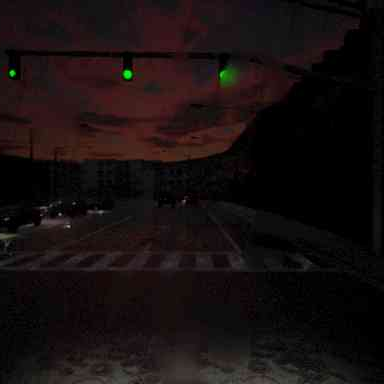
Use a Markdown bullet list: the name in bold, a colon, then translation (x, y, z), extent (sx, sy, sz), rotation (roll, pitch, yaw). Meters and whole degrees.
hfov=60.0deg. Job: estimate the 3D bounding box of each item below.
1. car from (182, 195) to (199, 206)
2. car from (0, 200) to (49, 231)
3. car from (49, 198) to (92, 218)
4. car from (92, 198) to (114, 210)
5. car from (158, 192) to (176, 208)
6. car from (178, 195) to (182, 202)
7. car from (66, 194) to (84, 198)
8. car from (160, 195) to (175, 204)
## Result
- **car**: translation (-0.034, 1.253, 50.893), extent (2.128, 1.511, 4.902), rotation (0, 0, -3)
- **car**: translation (-10.582, 1.432, 19.808), extent (1.812, 1.442, 4.674), rotation (0, 0, 0)
- **car**: translation (-10.575, 1.465, 28.914), extent (1.895, 1.301, 4.718), rotation (0, 0, 0)
- **car**: translation (-10.559, 1.363, 39.256), extent (2.033, 1.411, 5.357), rotation (0, 0, 0)
- **car**: translation (-3.412, 1.010, 45.261), extent (2.150, 2.045, 5.566), rotation (0, 0, 0)
- **car**: translation (-1.290, 1.205, 60.973), extent (2.128, 1.511, 4.902), rotation (0, 0, -17)
- **car**: translation (-14.058, 1.167, 39.386), extent (2.097, 1.767, 4.553), rotation (0, 0, 0)
- **car**: translation (-4.400, 1.228, 59.018), extent (1.837, 1.490, 4.892), rotation (0, 0, -14)
